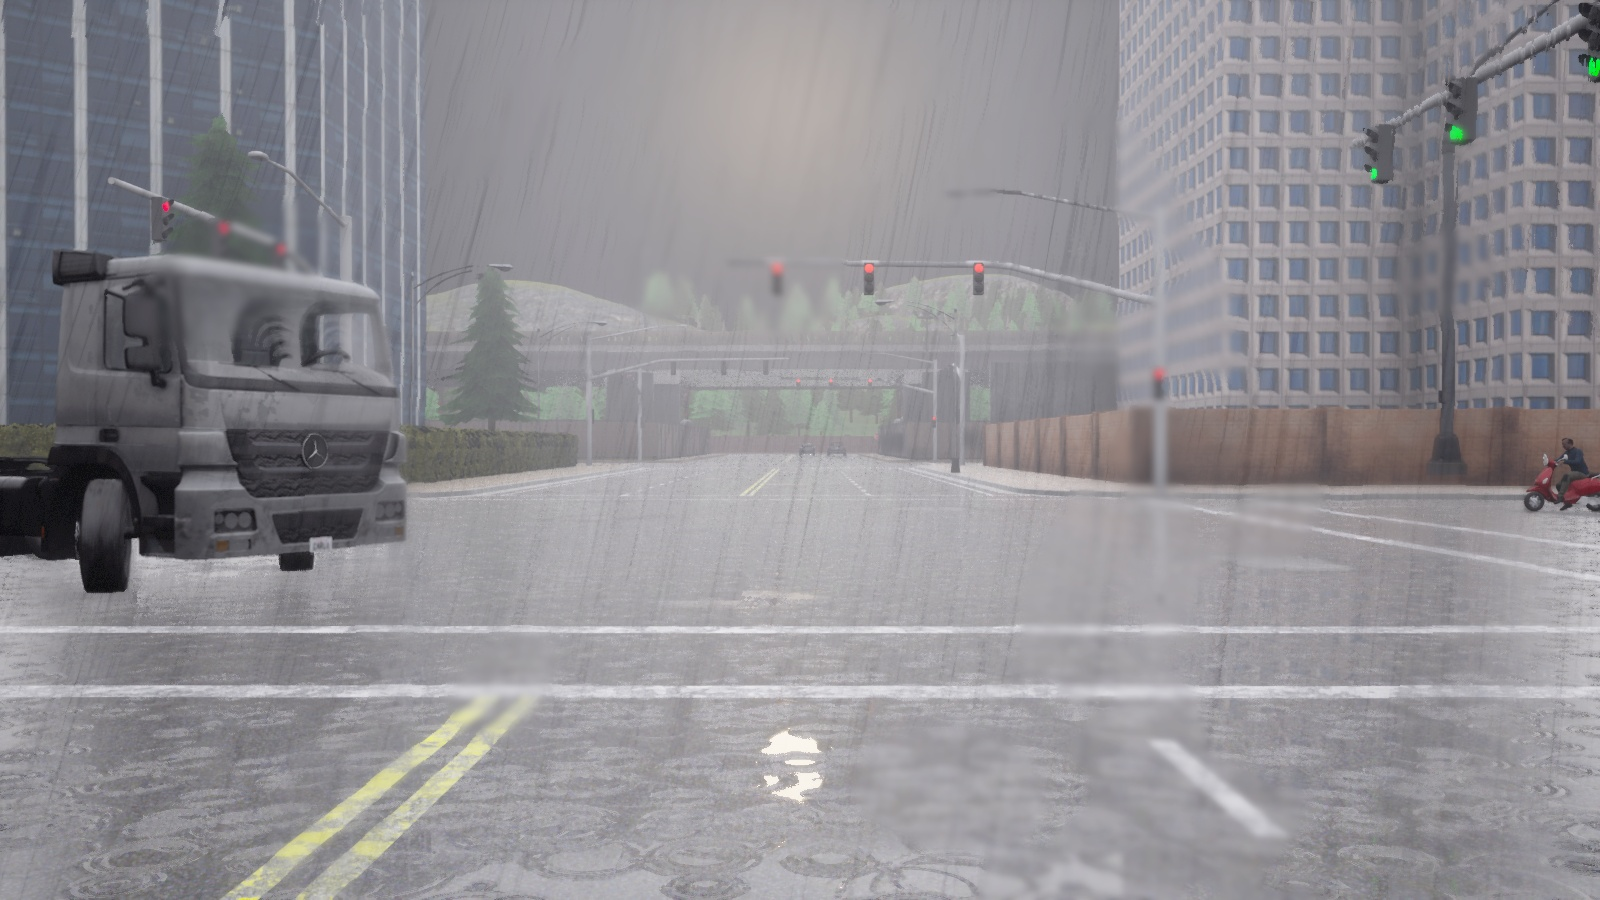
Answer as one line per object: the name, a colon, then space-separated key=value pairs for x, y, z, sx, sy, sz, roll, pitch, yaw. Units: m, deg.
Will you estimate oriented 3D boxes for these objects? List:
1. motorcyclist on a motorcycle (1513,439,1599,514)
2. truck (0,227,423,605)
motorcyclist on a motorcycle: x=16.569 y=0.560 z=27.136 sx=1.817 sy=1.590 sz=0.866 roll=0 pitch=0 yaw=1
truck: x=-8.439 y=-0.325 z=14.604 sx=7.936 sy=3.462 sz=2.891 roll=0 pitch=0 yaw=27
